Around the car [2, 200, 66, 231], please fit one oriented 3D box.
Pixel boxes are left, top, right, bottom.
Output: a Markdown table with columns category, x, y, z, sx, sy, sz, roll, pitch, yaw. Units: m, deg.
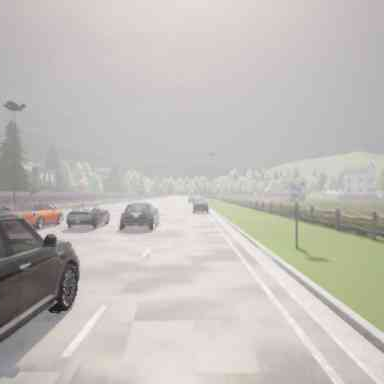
| category | x | y | z | sx | sy | sz | roll | pitch | yaw |
| --- | --- | --- | --- | --- | --- | --- | --- | --- | --- |
| car | -10.404 | 1.470 | 22.337 | 2.097 | 1.767 | 4.553 | 0 | 0 | 0 |

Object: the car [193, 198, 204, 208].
| category | x | y | z | sx | sy | sz | roll | pitch | yaw |
| --- | --- | --- | --- | --- | --- | --- | --- | --- | --- |
| car | 1.035 | 1.803 | 56.228 | 1.837 | 1.490 | 4.892 | 0 | 0 | 0 |

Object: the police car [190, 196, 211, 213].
| category | x | y | z | sx | sy | sz | roll | pitch | yaw |
| --- | --- | --- | --- | --- | --- | --- | --- | --- | --- |
| police car | 1.039 | 1.639 | 40.339 | 1.930 | 1.638 | 5.238 | 0 | 0 | 0 |

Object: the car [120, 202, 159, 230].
| category | x | y | z | sx | sy | sz | roll | pitch | yaw |
| --- | --- | --- | --- | --- | --- | --- | --- | --- | --- |
| car | -3.406 | 1.470 | 22.331 | 2.097 | 1.767 | 4.553 | 0 | 0 | 0 |

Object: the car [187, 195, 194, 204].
| category | x | y | z | sx | sy | sz | roll | pitch | yaw |
| --- | --- | --- | --- | --- | --- | --- | --- | --- | --- |
| car | -0.020 | 1.769 | 76.460 | 2.128 | 1.511 | 4.902 | 0 | 0 | 0 |

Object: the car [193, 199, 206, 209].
| category | x | y | z | sx | sy | sz | roll | pitch | yaw |
| --- | --- | --- | --- | --- | --- | --- | --- | --- | --- |
| car | 1.037 | 1.771 | 50.228 | 1.837 | 1.490 | 4.892 | 0 | 0 | 0 |

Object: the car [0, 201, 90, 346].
| category | x | y | z | sx | sy | sz | roll | pitch | yaw |
| --- | --- | --- | --- | --- | --- | --- | --- | --- | --- |
| car | -3.402 | 1.247 | 4.620 | 2.150 | 2.045 | 5.566 | 0 | 0 | 0 |

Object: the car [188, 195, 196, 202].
| category | x | y | z | sx | sy | sz | roll | pitch | yaw |
| --- | --- | --- | --- | --- | --- | --- | --- | --- | --- |
| car | -0.023 | 1.678 | 91.430 | 2.097 | 1.767 | 4.553 | 0 | 0 | 0 |

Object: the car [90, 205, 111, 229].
| category | x | y | z | sx | sy | sz | roll | pitch | yaw |
| --- | --- | --- | --- | --- | --- | --- | --- | --- | --- |
| car | -6.906 | 1.611 | 22.566 | 2.128 | 1.511 | 4.902 | 0 | 0 | 0 |

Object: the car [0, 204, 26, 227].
| category | x | y | z | sx | sy | sz | roll | pitch | yaw |
| --- | --- | --- | --- | --- | --- | --- | --- | --- | --- |
| car | -13.920 | 1.651 | 23.732 | 1.812 | 1.442 | 4.674 | 0 | 0 | 0 |
